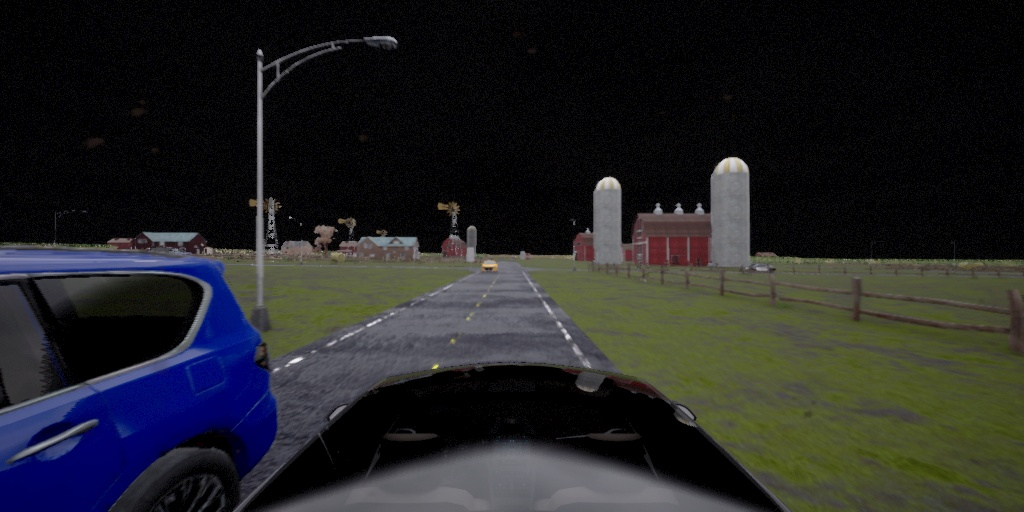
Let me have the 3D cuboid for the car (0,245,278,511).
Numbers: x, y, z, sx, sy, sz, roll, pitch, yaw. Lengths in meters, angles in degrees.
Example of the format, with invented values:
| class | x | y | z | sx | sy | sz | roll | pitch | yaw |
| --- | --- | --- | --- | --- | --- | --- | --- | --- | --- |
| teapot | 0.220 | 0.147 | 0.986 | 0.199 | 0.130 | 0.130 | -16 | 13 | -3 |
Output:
| class | x | y | z | sx | sy | sz | roll | pitch | yaw |
| --- | --- | --- | --- | --- | --- | --- | --- | --- | --- |
| car | -2.851 | 0.971 | 0.412 | 2.150 | 2.045 | 5.566 | 0 | 0 | 0 |

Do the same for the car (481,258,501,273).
| class | x | y | z | sx | sy | sz | roll | pitch | yaw |
| --- | --- | --- | --- | --- | --- | --- | --- | --- | --- |
| car | -2.740 | 1.279 | 44.534 | 1.882 | 1.535 | 5.008 | 0 | 0 | 0 |
